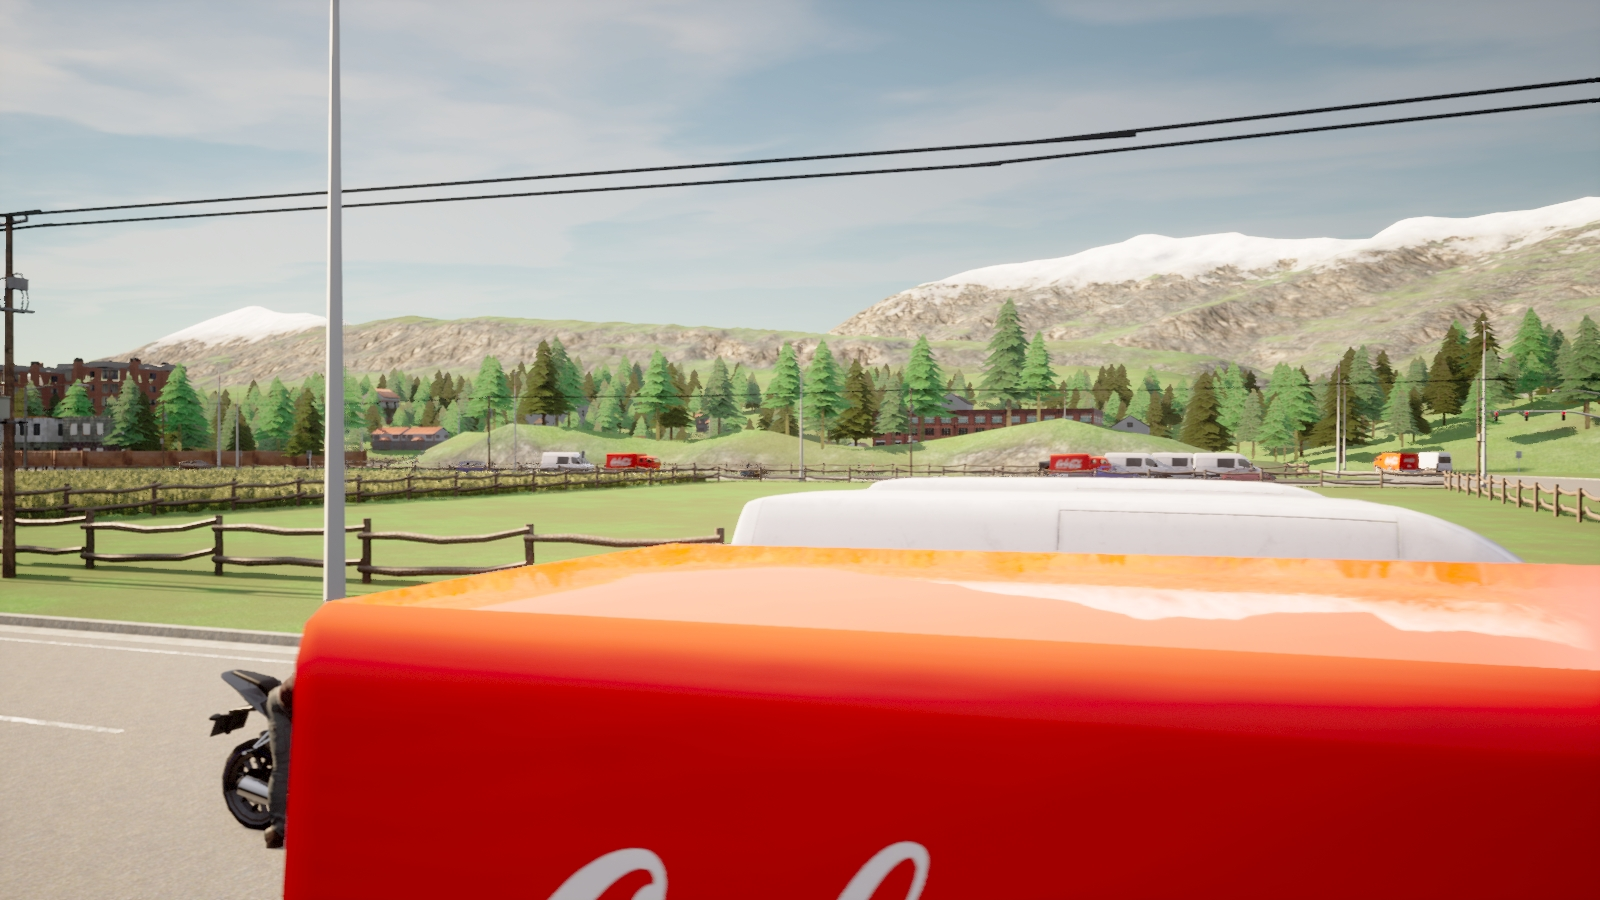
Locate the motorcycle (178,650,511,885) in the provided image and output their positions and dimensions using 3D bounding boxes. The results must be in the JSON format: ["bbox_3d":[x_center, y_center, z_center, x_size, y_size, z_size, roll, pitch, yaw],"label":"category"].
[{"bbox_3d":[-3.276,2.202,8.219,2.209,1.251,0.867,0,0,20],"label":"motorcycle"}]

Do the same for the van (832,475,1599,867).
[{"bbox_3d":[3.388,1.534,9.511,5.915,2.561,1.988,0,0,20],"label":"van"}]

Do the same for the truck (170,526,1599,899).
[{"bbox_3d":[1.510,1.568,2.820,5.204,2.467,2.627,0,0,21],"label":"truck"}]

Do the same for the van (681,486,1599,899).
[{"bbox_3d":[2.473,1.534,6.118,5.915,2.561,1.988,0,0,20],"label":"van"}]
